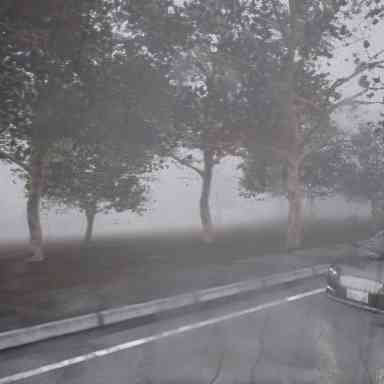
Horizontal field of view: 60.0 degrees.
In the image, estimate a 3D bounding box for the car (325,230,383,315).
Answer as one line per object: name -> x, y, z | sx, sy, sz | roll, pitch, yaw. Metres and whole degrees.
car -> 4.824, 1.505, 7.090 | 4.902, 1.511, 2.128 | 0, 0, -35
